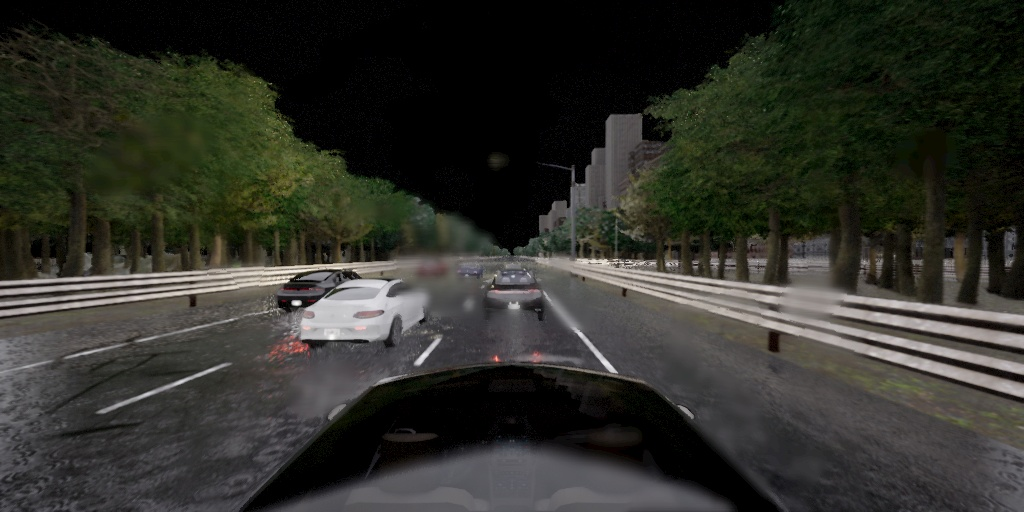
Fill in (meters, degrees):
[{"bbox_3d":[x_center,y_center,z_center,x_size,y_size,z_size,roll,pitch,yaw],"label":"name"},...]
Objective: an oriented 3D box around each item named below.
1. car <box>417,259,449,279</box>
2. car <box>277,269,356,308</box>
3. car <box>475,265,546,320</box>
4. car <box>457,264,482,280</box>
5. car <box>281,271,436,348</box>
[{"bbox_3d":[-6.911,1.054,31.728,2.097,1.767,4.553,0,0,0],"label":"car"},{"bbox_3d":[-6.904,1.251,13.910,1.837,1.490,4.892,0,0,0],"label":"car"},{"bbox_3d":[0.097,1.239,12.544,2.128,1.511,4.902,0,0,0],"label":"car"},{"bbox_3d":[-3.409,1.307,30.497,1.895,1.301,4.718,0,0,0],"label":"car"},{"bbox_3d":[-3.404,1.276,9.089,1.812,1.442,4.674,0,0,0],"label":"car"}]
